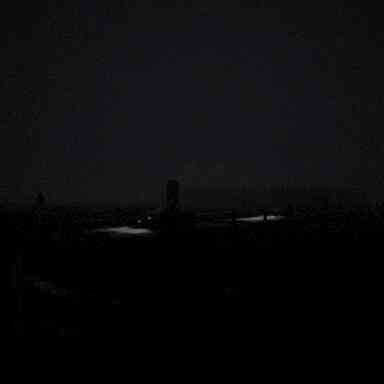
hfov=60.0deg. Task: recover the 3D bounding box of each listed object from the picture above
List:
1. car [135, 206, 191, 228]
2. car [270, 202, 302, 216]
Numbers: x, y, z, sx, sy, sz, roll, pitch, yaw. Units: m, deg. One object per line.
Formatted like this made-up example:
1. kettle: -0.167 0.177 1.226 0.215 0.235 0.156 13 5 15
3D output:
1. car: -1.924 1.709 23.801 1.812 1.442 4.674 0 -1 42
2. car: 10.685 1.857 37.693 2.128 1.511 4.902 0 -1 42
